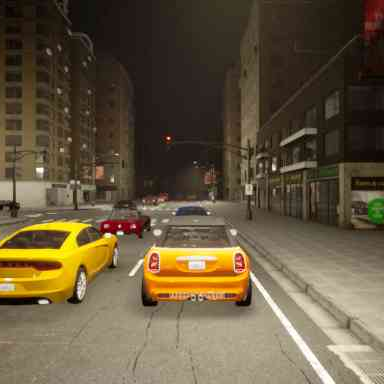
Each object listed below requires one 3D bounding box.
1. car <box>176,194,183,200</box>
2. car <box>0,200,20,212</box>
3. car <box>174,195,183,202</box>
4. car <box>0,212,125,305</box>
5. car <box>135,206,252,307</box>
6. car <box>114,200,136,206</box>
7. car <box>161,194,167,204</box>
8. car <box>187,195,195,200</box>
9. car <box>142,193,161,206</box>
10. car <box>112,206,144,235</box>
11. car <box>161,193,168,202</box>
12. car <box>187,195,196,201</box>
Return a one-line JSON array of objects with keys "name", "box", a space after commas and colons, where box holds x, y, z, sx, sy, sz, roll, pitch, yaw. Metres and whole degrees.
[{"name": "car", "box": [-3.432, 1.421, 90.794, 1.882, 1.535, 5.008, 0, 0, 0]}, {"name": "car", "box": [-22.226, 1.596, 38.513, 4.313, 1.339, 1.947, 0, 0, 0]}, {"name": "car", "box": [-3.410, 1.543, 80.372, 1.837, 1.490, 4.892, 0, 0, 0]}, {"name": "car", "box": [-3.165, 1.478, 8.173, 1.882, 1.535, 5.008, 0, 0, 0]}, {"name": "car", "box": [0.084, 1.353, 8.164, 2.097, 1.767, 4.553, 0, 0, 0]}, {"name": "car", "box": [-6.667, 1.534, 33.162, 1.812, 1.442, 4.674, 0, 0, 0]}, {"name": "car", "box": [-6.668, 1.632, 65.800, 1.895, 1.301, 4.718, 0, 0, 0]}, {"name": "car", "box": [-0.182, 1.483, 90.800, 2.033, 1.411, 5.357, 0, 0, 0]}, {"name": "car", "box": [-6.698, 1.372, 53.291, 2.097, 1.767, 4.553, 0, 0, 0]}, {"name": "car", "box": [-3.284, 1.603, 17.430, 1.895, 1.301, 4.718, 0, 0, 0]}, {"name": "car", "box": [-6.654, 1.267, 76.666, 2.150, 2.045, 5.566, 0, 0, 0]}, {"name": "car", "box": [-0.161, 1.399, 80.765, 2.097, 1.767, 4.553, 0, 0, 0]}]
